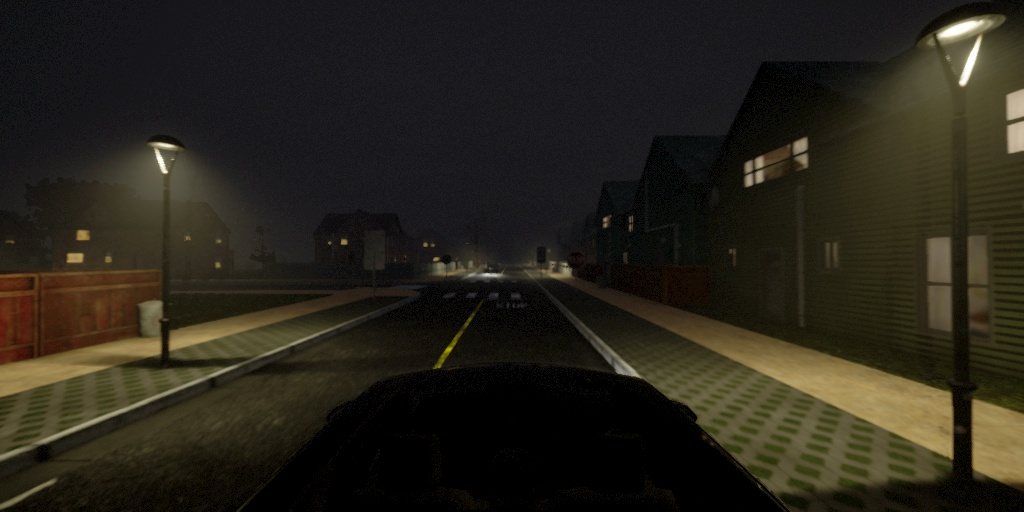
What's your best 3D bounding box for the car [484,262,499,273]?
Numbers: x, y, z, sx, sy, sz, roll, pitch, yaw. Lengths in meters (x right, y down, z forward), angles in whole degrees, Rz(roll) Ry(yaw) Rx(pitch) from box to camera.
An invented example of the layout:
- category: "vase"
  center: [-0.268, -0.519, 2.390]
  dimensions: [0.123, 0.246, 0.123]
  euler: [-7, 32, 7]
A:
- category: "car"
  center: [-2.751, 1.564, 49.641]
  dimensions: [2.128, 1.511, 4.902]
  euler: [0, 0, 0]
